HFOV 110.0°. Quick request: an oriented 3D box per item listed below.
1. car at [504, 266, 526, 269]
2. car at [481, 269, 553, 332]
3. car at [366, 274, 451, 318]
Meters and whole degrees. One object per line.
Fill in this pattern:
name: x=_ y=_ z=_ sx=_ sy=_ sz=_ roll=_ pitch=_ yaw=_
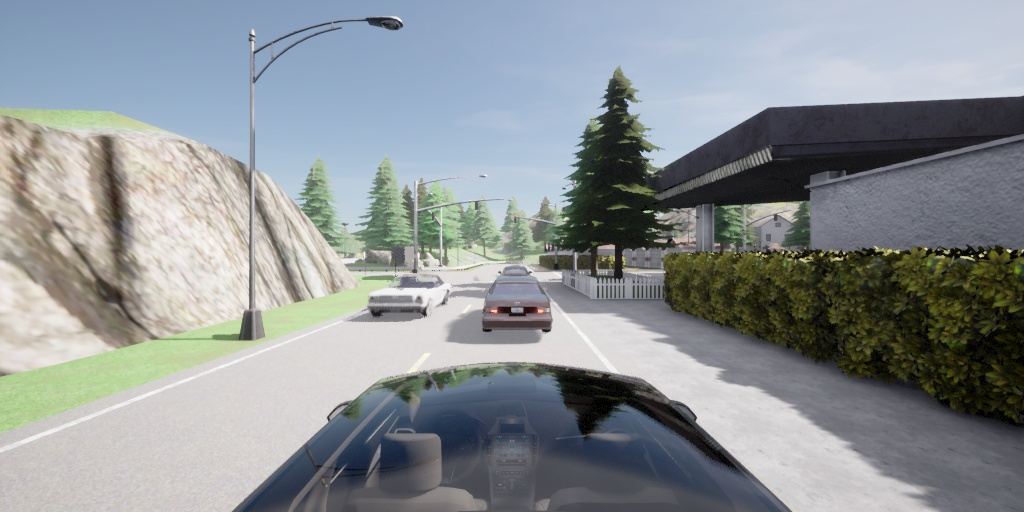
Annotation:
car: x=0.180 y=1.276 z=20.387 sx=1.812 sy=1.442 sz=4.674 roll=0 pitch=0 yaw=0
car: x=0.135 y=1.297 z=10.801 sx=2.033 sy=1.411 sz=5.357 roll=0 pitch=0 yaw=0
car: x=-3.540 y=1.351 z=13.117 sx=1.895 sy=1.301 sz=4.718 roll=0 pitch=0 yaw=0
